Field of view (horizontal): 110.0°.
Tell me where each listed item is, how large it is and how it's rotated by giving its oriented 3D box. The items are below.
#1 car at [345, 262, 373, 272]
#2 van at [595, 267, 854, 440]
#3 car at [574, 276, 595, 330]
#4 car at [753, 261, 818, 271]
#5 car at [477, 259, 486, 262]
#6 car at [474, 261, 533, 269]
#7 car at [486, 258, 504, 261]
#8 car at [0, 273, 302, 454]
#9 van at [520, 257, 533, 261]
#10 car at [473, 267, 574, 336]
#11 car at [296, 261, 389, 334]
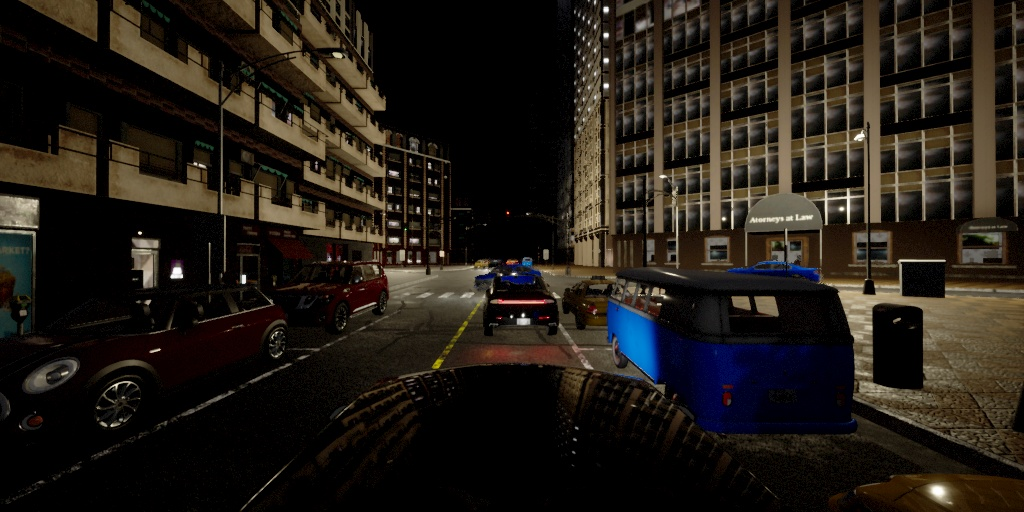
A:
[{"bbox_3d":[-21.764,1.536,51.033,4.181,1.385,1.994,-1,-1,41],"label":"car"},{"bbox_3d":[2.567,1.092,5.246,1.690,1.789,3.998,0,0,0],"label":"van"},{"bbox_3d":[2.568,1.279,10.952,1.751,1.417,4.829,0,0,0],"label":"car"},{"bbox_3d":[15.894,1.094,22.353,5.008,1.535,1.882,0,0,37],"label":"car"},{"bbox_3d":[-5.302,1.352,59.607,1.751,1.417,4.829,0,0,0],"label":"car"},{"bbox_3d":[-0.180,1.239,20.762,1.882,1.535,5.008,-1,0,34],"label":"car"},{"bbox_3d":[-2.804,1.426,58.866,1.895,1.301,4.718,0,0,2],"label":"car"},{"bbox_3d":[-5.314,1.191,5.242,1.967,1.591,4.097,0,0,0],"label":"car"},{"bbox_3d":[2.579,1.168,59.775,1.690,1.789,3.998,0,0,0],"label":"van"},{"bbox_3d":[0.135,1.245,10.388,2.128,1.511,4.902,0,0,-3],"label":"car"},{"bbox_3d":[-5.313,1.068,10.778,2.192,1.841,5.009,0,0,0],"label":"car"}]
